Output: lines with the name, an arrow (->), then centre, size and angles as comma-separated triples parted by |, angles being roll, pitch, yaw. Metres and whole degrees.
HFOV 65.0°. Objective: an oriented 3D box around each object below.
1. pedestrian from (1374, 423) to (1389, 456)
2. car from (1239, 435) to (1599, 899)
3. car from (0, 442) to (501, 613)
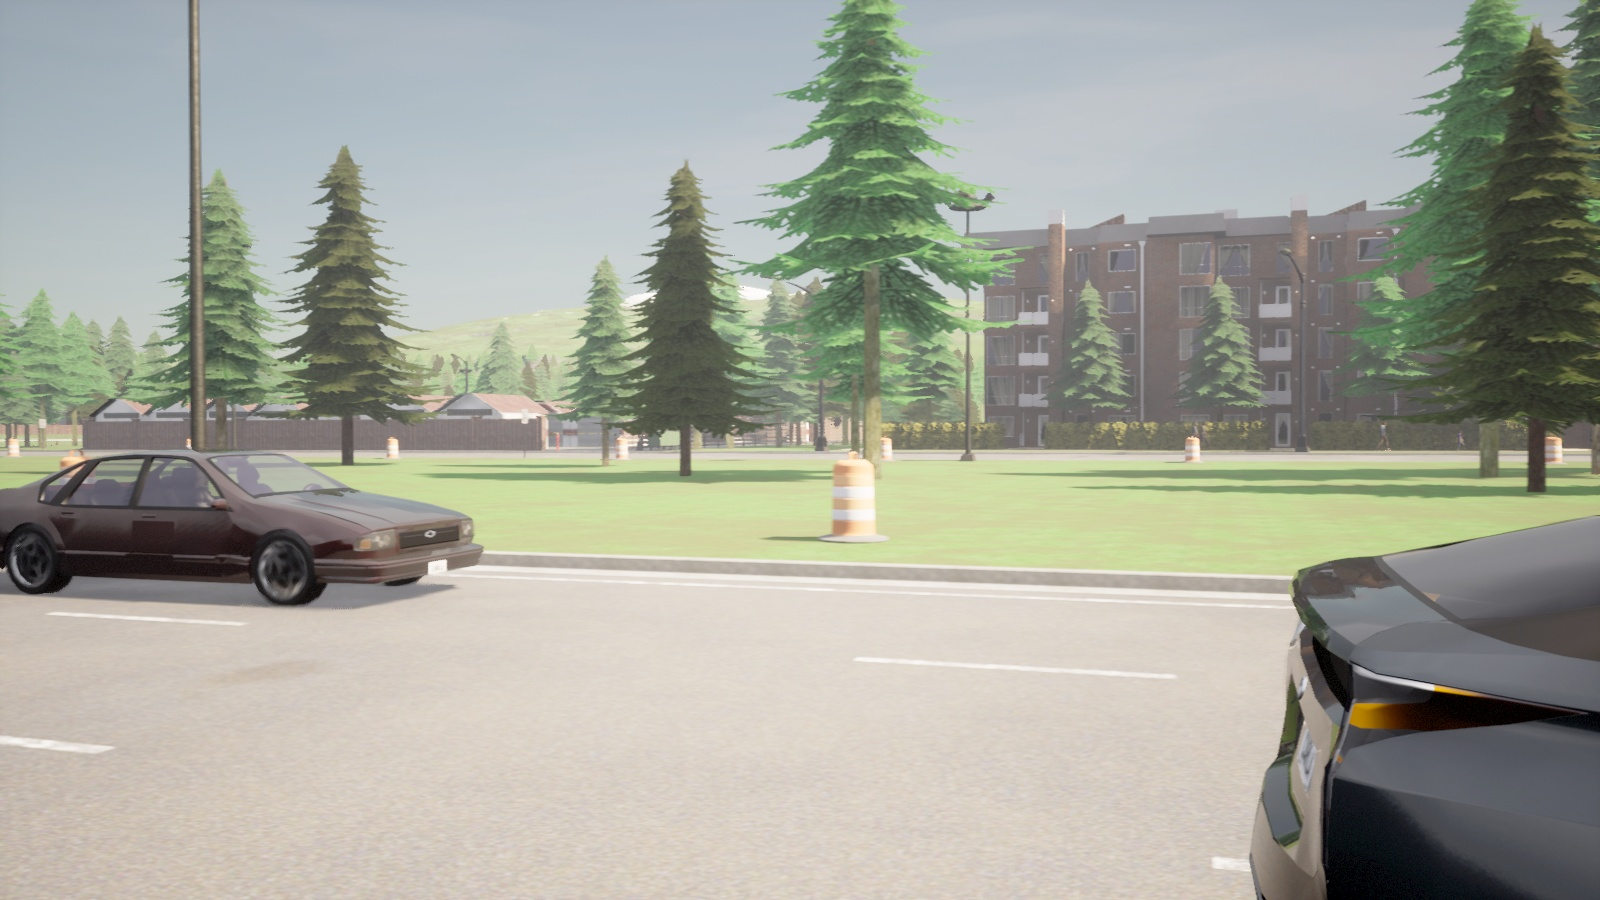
pedestrian -> 34.888, -0.620, 75.327 | 0.788, 1.949, 0.423 | 1, 1, 19
car -> 3.154, 0.751, 2.131 | 4.514, 1.525, 2.007 | 1, 1, 19
car -> -5.881, 0.651, 12.557 | 5.357, 1.411, 2.033 | 1, 1, 19
